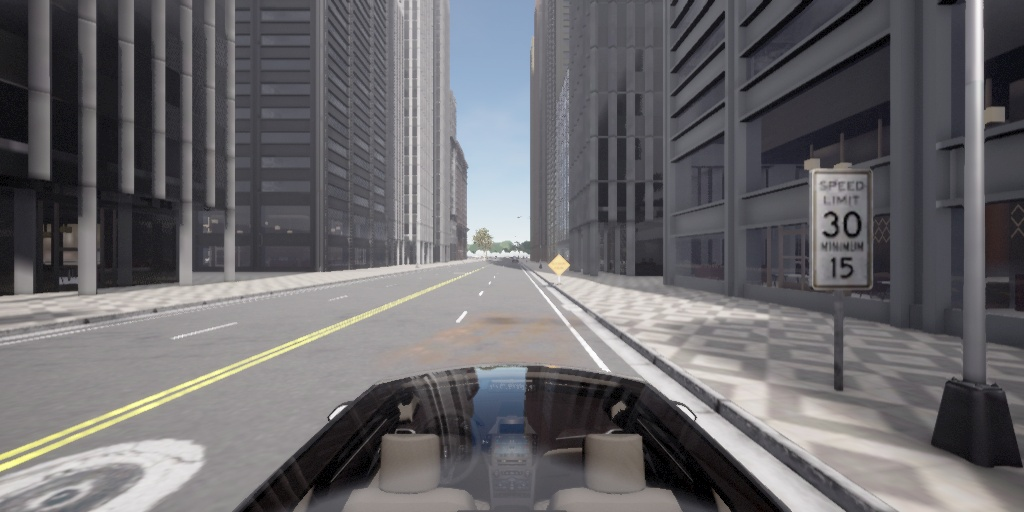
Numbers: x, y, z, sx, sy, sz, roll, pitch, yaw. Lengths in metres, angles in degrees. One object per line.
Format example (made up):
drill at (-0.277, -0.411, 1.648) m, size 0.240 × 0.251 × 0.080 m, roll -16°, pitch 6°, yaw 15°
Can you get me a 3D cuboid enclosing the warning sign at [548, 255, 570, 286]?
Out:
warning sign at (2.850, 0.853, 21.697) m, size 1.300 × 1.860 × 1.060 m, roll 0°, pitch 0°, yaw 0°
